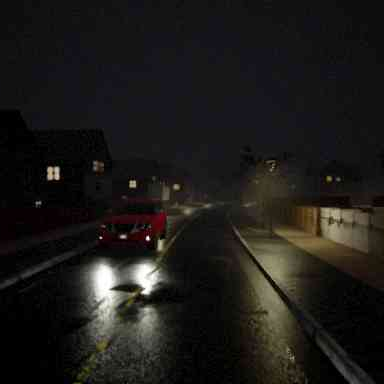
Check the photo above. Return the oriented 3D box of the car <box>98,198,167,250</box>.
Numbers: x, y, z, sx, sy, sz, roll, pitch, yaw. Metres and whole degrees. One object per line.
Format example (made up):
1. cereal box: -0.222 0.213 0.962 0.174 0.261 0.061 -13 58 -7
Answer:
1. car: -2.444 1.329 15.157 2.150 2.045 5.566 0 0 3
